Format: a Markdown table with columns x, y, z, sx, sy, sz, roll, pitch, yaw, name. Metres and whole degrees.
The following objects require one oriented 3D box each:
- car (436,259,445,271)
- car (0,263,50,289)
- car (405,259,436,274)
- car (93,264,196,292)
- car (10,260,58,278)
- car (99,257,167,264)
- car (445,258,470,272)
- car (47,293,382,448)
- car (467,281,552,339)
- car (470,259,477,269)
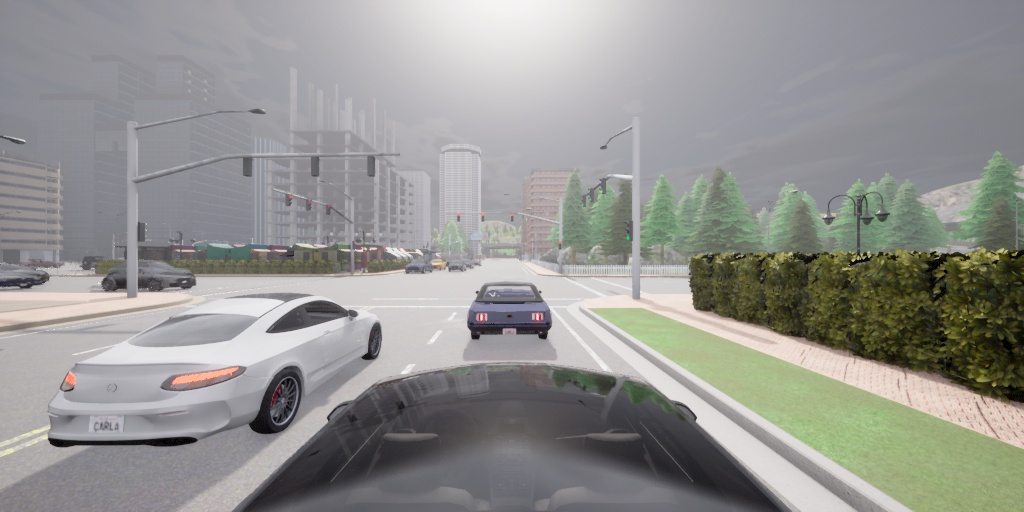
| x | y | z | sx | sy | sz | roll | pitch | yaw | name |
| --- | --- | --- | --- | --- | --- | --- | --- | --- | --- |
| -10.582 | 1.228 | 50.536 | 1.882 | 1.535 | 5.008 | 0 | 0 | 0 | car |
| -31.148 | 1.298 | 20.992 | 5.357 | 1.411 | 2.033 | 0 | 0 | 1 | car |
| -10.727 | 1.102 | 41.572 | 2.097 | 1.767 | 4.553 | 0 | 0 | 3 | car |
| -20.886 | 1.314 | 20.724 | 4.181 | 1.385 | 1.994 | 0 | 0 | 2 | car |
| -34.841 | 1.256 | 24.593 | 4.892 | 1.490 | 1.837 | 0 | 0 | 2 | car |
| -24.399 | 1.101 | 24.314 | 4.553 | 1.767 | 2.097 | 0 | 0 | 2 | car |
| -7.090 | 1.255 | 46.914 | 1.837 | 1.490 | 4.892 | 0 | 0 | 0 | car |
| -3.507 | 1.276 | 5.376 | 1.812 | 1.442 | 4.674 | 0 | 0 | -1 | car |
| -0.092 | 1.351 | 9.984 | 1.895 | 1.301 | 4.718 | 0 | 0 | -1 | car |
| -7.070 | 1.255 | 56.024 | 1.837 | 1.490 | 4.892 | 0 | 0 | 0 | car |
